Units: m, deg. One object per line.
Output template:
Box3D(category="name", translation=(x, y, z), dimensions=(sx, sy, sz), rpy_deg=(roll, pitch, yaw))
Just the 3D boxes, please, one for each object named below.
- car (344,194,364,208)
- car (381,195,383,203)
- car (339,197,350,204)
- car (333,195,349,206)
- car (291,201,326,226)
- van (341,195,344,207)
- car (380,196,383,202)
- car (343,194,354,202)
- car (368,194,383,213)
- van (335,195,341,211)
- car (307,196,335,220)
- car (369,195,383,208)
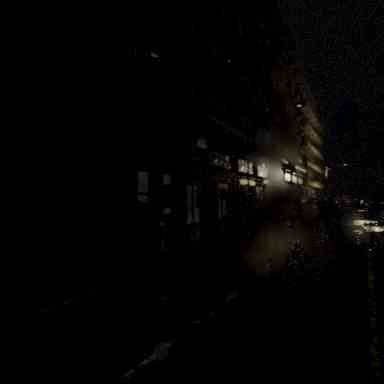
Box3D(category="car", translation=(23.629, 1.400, 48.027), dimensions=(2.097, 1.767, 4.553), rpy_deg=(-2, -1, 28))
Box3D(category="car", translation=(40.977, 1.415, 69.787), dimensions=(1.967, 1.590, 4.097), rpy_deg=(0, 0, 28))
Box3D(category="car", translation=(31.492, 1.725, 68.567), dimensions=(1.947, 1.339, 4.313), rpy_deg=(0, 0, 28))
Box3D(category="car", translation=(26.370, 1.448, 58.762), dimensions=(2.192, 1.841, 5.009), rpy_deg=(0, 0, 28))
Box3D(category="car", translation=(8.368, 1.615, 24.297), dimensions=(1.752, 1.417, 4.829), rpy_deg=(0, 0, 28))
Box3D(category="van", translation=(18.688, 1.445, 44.057), dimensions=(1.690, 1.788, 3.998), rpy_deg=(0, 0, 28))
Box3D(category="car", translation=(46.100, 1.594, 79.591), dimensions=(1.802, 1.307, 4.206), rpy_deg=(0, 0, 28))
Box3D(category="car", translation=(39.173, 1.528, 83.272), dimensions=(2.192, 1.841, 5.009), rpy_deg=(0, 0, 28))
Box3D(category="car", translation=(20.426, 1.184, 35.937), dimensions=(2.150, 2.045, 5.566), rpy_deg=(-2, -1, 28))
Box3D(category="van", translation=(16.128, 1.438, 39.153), dimensions=(1.690, 1.788, 3.998), rpy_deg=(0, 0, 28))
Box3D(category="car", translation=(11.008, 1.406, 29.351), dimensions=(2.192, 1.841, 5.009), rpy_deg=(0, 0, 28))
Box3D(category="car", translation=(26.645, 1.332, 47.862), dimensions=(2.097, 1.767, 4.553), rpy_deg=(-2, -1, 28))
